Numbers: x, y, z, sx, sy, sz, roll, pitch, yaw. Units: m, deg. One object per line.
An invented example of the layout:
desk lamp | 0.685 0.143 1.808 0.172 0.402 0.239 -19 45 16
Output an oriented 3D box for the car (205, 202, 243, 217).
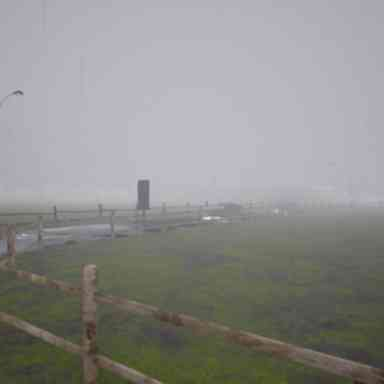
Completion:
car | 3.475 1.759 34.977 2.033 1.411 5.357 0 0 36

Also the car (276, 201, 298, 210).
car | 14.175 2.045 49.714 1.895 1.301 4.718 0 0 36
